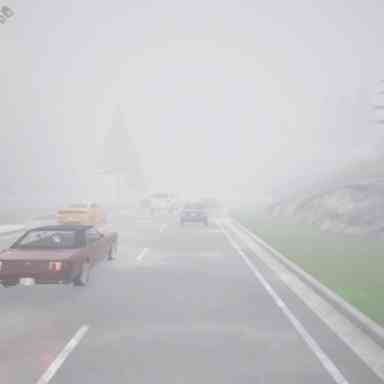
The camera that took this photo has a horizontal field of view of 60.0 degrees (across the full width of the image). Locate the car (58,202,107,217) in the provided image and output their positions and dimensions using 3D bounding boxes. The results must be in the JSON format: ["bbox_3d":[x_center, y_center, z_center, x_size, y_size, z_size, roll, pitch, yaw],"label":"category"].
[{"bbox_3d":[-6.860,1.344,21.292,1.882,1.535,5.008,0,0,1],"label":"car"}]

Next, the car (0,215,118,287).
[{"bbox_3d":[-3.395,1.543,9.090,1.895,1.301,4.718,0,0,0],"label":"car"}]

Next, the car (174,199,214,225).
[{"bbox_3d":[0.155,1.407,22.477,2.033,1.411,5.357,0,0,1],"label":"car"}]

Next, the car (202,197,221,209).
[{"bbox_3d":[1.939,1.309,38.096,2.033,1.411,5.357,0,0,17],"label":"car"}]

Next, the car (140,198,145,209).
[{"bbox_3d":[-4.578,1.227,40.147,1.882,1.535,5.008,0,0,15],"label":"car"}]

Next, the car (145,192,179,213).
[{"bbox_3d":[-2.658,1.012,33.415,2.150,2.045,5.566,0,0,8],"label":"car"}]
